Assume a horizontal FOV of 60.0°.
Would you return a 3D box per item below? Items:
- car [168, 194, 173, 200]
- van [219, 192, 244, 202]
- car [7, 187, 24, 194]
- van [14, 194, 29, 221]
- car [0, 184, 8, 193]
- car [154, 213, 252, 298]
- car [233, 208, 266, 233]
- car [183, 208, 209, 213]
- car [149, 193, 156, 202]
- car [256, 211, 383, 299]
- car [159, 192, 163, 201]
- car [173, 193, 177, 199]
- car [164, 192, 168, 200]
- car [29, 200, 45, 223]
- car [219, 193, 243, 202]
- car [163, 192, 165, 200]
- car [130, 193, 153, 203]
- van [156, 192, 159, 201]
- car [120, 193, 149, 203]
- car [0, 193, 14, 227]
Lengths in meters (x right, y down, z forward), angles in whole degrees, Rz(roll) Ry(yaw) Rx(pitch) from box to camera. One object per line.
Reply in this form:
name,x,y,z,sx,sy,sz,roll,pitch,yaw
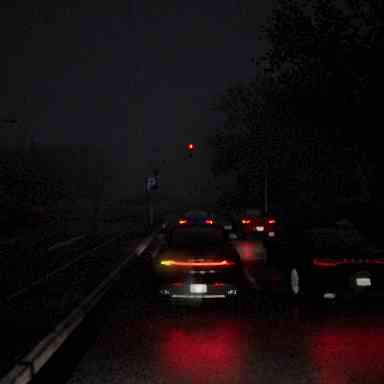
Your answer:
car,-8.084,1.404,86.645,4.674,1.452,2.002,-1,0,-12
van,7.560,1.078,65.238,4.442,1.987,1.878,1,0,-14
car,-27.939,0.165,53.665,2.002,1.452,4.674,6,-3,-19
van,-13.513,1.309,21.950,4.442,1.987,1.878,-1,0,-19
car,-30.933,-0.397,53.739,2.435,2.045,5.566,6,-3,-19
car,0.140,1.520,8.507,1.837,1.490,4.892,0,0,0
car,3.235,1.560,17.884,1.812,1.442,4.674,0,0,1
car,0.216,1.560,17.630,1.812,1.442,4.674,0,0,1
car,-10.521,1.350,65.714,5.366,1.575,1.946,-1,0,-14
car,3.140,1.492,8.544,1.882,1.535,5.008,0,0,0
car,-9.696,1.361,74.673,4.892,1.521,2.231,-1,0,-13
car,-7.621,1.113,89.650,5.566,2.045,2.435,-1,0,-12
car,-8.925,1.402,80.667,4.674,1.452,2.002,-1,0,-13
car,-13.525,1.417,24.928,4.553,1.767,2.185,-1,0,-19
car,7.956,1.178,68.206,4.553,1.767,2.185,1,0,-13
car,-9.310,1.401,77.667,4.674,1.452,2.002,-1,0,-13
car,-10.415,1.233,68.665,4.553,1.767,2.185,-1,0,-14
van,-9.936,1.131,71.703,4.442,1.987,1.878,-1,0,-14
car,-11.179,1.392,62.724,4.792,1.488,2.163,-1,0,-15
car,-13.642,1.277,18.914,5.566,2.045,2.435,-1,0,-19
